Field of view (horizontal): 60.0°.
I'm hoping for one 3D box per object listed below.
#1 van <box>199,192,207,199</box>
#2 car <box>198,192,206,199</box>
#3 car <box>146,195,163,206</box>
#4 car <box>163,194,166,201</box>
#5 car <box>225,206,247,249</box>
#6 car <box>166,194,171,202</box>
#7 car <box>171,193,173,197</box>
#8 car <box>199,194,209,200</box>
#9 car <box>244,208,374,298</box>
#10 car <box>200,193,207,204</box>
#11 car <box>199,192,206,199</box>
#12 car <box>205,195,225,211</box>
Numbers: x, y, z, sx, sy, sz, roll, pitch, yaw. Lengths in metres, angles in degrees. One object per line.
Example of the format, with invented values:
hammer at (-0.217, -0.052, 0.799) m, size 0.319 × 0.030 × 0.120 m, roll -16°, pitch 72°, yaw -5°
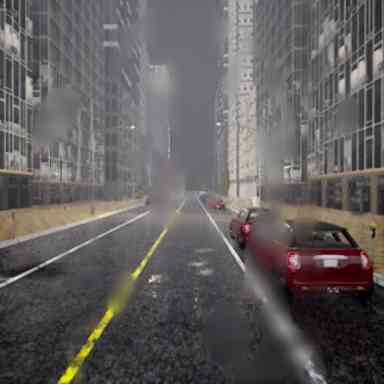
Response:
van at (2.737, 0.843, 82.412) m, size 1.690 × 1.788 × 3.998 m, roll 0°, pitch 0°, yaw 0°
car at (2.740, 0.901, 88.104) m, size 1.967 × 1.590 × 4.097 m, roll 0°, pitch 0°, yaw 0°
car at (-5.663, 1.274, 48.270) m, size 1.887 × 1.381 × 4.507 m, roll 0°, pitch 0°, yaw 0°
car at (-5.660, 1.275, 53.964) m, size 1.802 × 1.307 × 4.206 m, roll 0°, pitch 0°, yaw 0°
car at (2.699, 1.365, 14.105) m, size 1.967 × 1.590 × 4.097 m, roll 0°, pitch 0°, yaw 0°
car at (-5.654, 1.163, 65.348) m, size 1.887 × 1.381 × 4.507 m, roll 0°, pitch 0°, yaw 0°
car at (-5.651, 1.146, 71.041) m, size 1.947 × 1.339 × 4.313 m, roll 0°, pitch 0°, yaw 0°
car at (2.733, 1.107, 76.720) m, size 1.947 × 1.339 × 4.313 m, roll 0°, pitch 0°, yaw 0°
car at (2.696, 1.395, 8.413) m, size 1.967 × 1.590 × 4.097 m, roll 0°, pitch 0°, yaw 0°
car at (2.721, 1.258, 53.952) m, size 1.947 × 1.339 × 4.313 m, roll 0°, pitch 0°, yaw 0°
car at (2.727, 1.184, 65.336) m, size 1.947 × 1.339 × 4.313 m, roll 0°, pitch 0°, yaw 0°
car at (2.712, 1.343, 36.875) m, size 1.887 × 1.381 × 4.507 m, roll 0°, pitch 0°, yaw 0°
